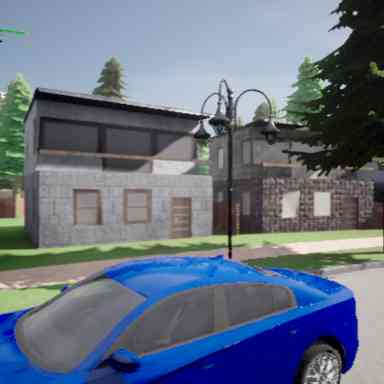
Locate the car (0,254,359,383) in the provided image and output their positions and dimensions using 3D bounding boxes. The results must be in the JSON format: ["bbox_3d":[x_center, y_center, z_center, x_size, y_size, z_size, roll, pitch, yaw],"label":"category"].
[{"bbox_3d":[-0.385,1.483,3.416,5.008,1.535,1.882,0,0,-32],"label":"car"}]
